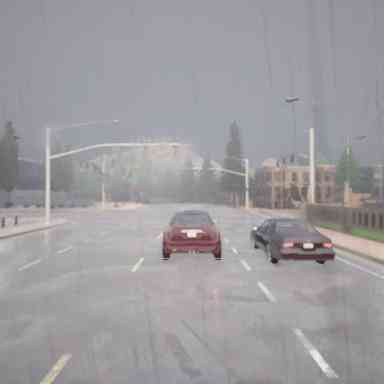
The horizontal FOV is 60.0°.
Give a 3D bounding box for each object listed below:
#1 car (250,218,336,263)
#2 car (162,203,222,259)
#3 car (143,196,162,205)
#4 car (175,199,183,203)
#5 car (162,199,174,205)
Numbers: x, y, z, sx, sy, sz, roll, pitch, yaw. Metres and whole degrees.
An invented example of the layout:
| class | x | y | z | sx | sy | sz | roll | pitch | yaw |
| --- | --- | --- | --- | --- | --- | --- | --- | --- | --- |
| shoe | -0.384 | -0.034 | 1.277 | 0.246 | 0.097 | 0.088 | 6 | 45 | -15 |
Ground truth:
| class | x | y | z | sx | sy | sz | roll | pitch | yaw |
| --- | --- | --- | --- | --- | --- | --- | --- | --- | --- |
| car | 3.495 | 1.685 | 12.500 | 2.033 | 1.411 | 5.357 | 0 | -1 | 0 |
| car | 0.005 | 1.499 | 13.415 | 2.097 | 1.767 | 4.553 | 0 | -1 | 0 |
| car | -9.517 | 2.085 | 78.956 | 2.150 | 2.045 | 5.566 | 0 | -1 | -19 |
| car | -4.606 | 2.542 | 92.172 | 2.033 | 1.411 | 5.357 | 0 | -1 | -35 |
| car | -6.645 | 2.384 | 81.202 | 1.837 | 1.490 | 4.892 | 0 | -1 | -22 |
